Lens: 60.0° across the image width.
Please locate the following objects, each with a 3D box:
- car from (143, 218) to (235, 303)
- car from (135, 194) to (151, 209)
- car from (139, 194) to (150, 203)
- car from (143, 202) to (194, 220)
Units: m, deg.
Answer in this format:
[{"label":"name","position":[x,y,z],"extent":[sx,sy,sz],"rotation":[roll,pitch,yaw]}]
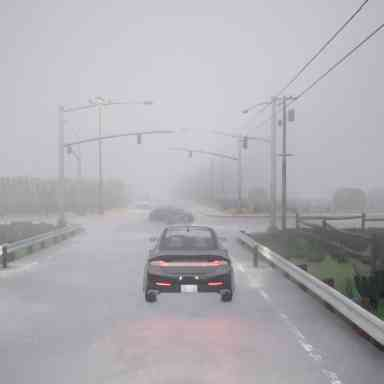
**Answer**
[{"label":"car","position":[-0.095,1.614,8.487],"extent":[2.128,1.511,4.902],"rotation":[0,-2,-1]},{"label":"car","position":[-6.375,1.431,43.256],"extent":[1.812,1.442,4.674],"rotation":[0,1,-7]},{"label":"car","position":[-8.280,1.141,58.472],"extent":[1.837,1.490,4.892],"rotation":[0,1,-7]},{"label":"car","position":[-1.722,1.771,26.239],"extent":[1.994,1.385,4.181],"rotation":[-1,2,-39]}]
